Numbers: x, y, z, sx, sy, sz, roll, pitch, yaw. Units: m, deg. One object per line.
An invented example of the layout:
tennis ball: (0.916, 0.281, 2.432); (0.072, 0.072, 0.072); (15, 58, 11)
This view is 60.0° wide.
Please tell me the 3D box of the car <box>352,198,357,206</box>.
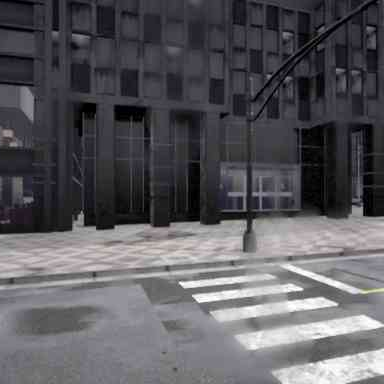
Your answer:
car: (20.098, 1.335, 46.246); (1.895, 1.301, 4.718); (0, -1, -16)
